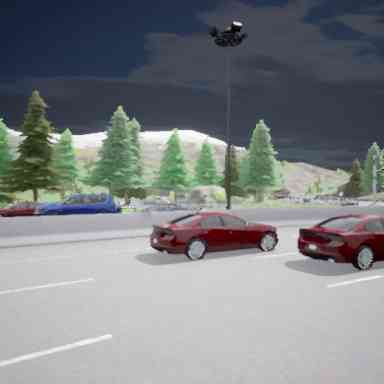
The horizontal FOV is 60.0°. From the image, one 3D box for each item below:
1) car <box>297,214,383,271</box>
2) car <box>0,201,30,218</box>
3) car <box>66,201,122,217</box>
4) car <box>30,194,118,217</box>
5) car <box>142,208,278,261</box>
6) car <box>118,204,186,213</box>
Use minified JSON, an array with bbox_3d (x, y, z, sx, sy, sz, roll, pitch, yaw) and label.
[{"bbox_3d":[5.745,1.463,10.817,5.008,1.535,1.882,0,0,-26],"label":"car"},{"bbox_3d":[-12.597,1.451,24.757,5.008,1.535,1.882,0,0,-32],"label":"car"},{"bbox_3d":[-9.098,1.566,30.933,4.718,1.301,1.895,0,0,-28],"label":"car"},{"bbox_3d":[-8.105,1.195,23.483,5.566,2.045,2.150,0,0,-30],"label":"car"},{"bbox_3d":[0.938,1.463,12.260,5.008,1.535,1.882,0,0,-29],"label":"car"},{"bbox_3d":[-1.979,1.520,22.890,5.357,1.411,2.033,0,0,-27],"label":"car"}]
